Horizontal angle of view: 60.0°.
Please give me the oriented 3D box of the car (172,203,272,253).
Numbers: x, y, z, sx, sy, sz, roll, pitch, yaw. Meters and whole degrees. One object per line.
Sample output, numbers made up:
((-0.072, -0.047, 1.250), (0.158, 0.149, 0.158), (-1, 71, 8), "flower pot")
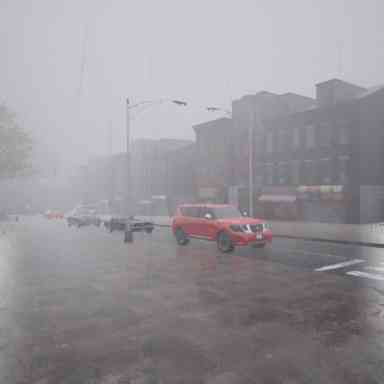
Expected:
((1.160, 1.566, 15.837), (2.150, 2.045, 5.566), (0, -2, -35), "car")

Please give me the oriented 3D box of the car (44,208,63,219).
((-22.686, 3.481, 54.325), (2.097, 1.767, 4.553), (0, -2, -36), "car")

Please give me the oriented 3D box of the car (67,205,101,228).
((-10.490, 2.441, 32.167), (2.097, 1.767, 4.553), (0, -2, -35), "car")

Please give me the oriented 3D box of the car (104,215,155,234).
((-4.556, 2.291, 23.841), (1.895, 1.301, 4.718), (0, -2, -36), "car")

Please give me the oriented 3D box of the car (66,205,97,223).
((-14.179, 2.727, 42.394), (2.150, 2.045, 5.566), (0, -2, -35), "car")
